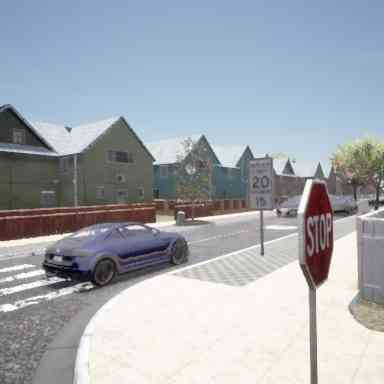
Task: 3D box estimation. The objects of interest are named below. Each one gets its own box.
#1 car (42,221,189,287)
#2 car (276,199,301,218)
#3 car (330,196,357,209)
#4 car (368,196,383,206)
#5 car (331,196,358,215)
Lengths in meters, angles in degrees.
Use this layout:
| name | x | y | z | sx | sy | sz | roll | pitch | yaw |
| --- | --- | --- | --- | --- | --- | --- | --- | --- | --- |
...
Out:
| name | x | y | z | sx | sy | sz | roll | pitch | yaw |
| --- | --- | --- | --- | --- | --- | --- | --- | --- | --- |
| car | -1.931 | 1.511 | 9.377 | 1.994 | 1.385 | 4.181 | -2 | -1 | 37 |
| car | 8.840 | 1.339 | 28.672 | 2.128 | 1.511 | 4.902 | -2 | -1 | 37 |
| car | 19.700 | 1.267 | 43.006 | 2.128 | 1.511 | 4.902 | -2 | -1 | 37 |
| car | 26.386 | 1.236 | 47.176 | 1.895 | 1.301 | 4.718 | -2 | -1 | 37 |
| car | 13.740 | 1.308 | 30.299 | 1.994 | 1.385 | 4.181 | -2 | -1 | 37 |
